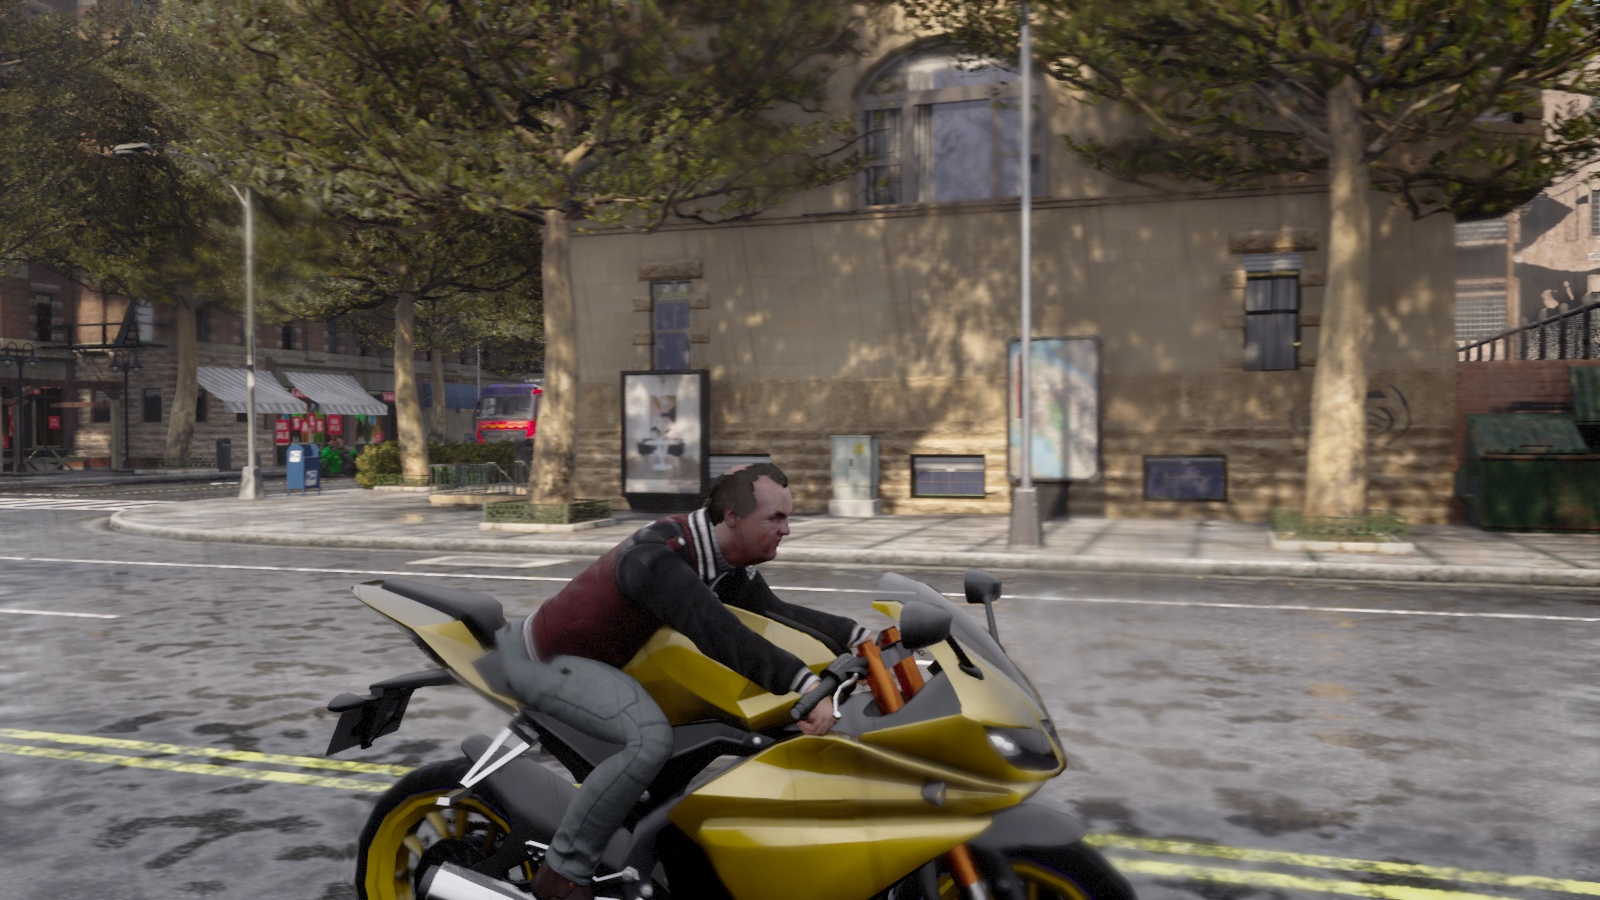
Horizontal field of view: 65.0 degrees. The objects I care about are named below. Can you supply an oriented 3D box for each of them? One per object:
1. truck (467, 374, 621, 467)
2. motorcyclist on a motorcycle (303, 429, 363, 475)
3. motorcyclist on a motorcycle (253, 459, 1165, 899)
[{"bbox_3d":[-11.256,-1.282,56.297,2.891,3.827,8.468,1,1,19],"label":"truck"},{"bbox_3d":[-15.890,0.064,42.745,0.797,1.523,2.044,1,1,19],"label":"motorcyclist on a motorcycle"},{"bbox_3d":[-0.216,0.808,3.266,2.191,1.530,0.866,1,1,19],"label":"motorcyclist on a motorcycle"}]
